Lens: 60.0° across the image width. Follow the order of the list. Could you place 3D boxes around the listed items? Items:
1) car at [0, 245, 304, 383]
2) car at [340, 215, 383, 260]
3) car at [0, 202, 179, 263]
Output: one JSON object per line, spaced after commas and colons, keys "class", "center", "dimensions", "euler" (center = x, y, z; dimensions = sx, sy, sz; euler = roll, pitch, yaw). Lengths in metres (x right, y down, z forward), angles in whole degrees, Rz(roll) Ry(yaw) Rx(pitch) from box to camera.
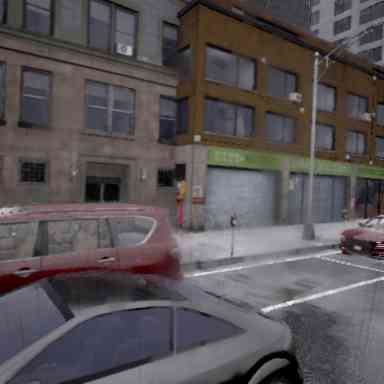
{"class": "car", "center": [-1.020, 1.458, 2.710], "dimensions": [4.181, 1.385, 1.994], "euler": [1, 2, -34]}
{"class": "car", "center": [6.827, 1.448, 11.203], "dimensions": [4.507, 1.381, 1.887], "euler": [1, 2, -34]}
{"class": "car", "center": [-2.463, 1.116, 4.919], "dimensions": [5.009, 1.841, 2.192], "euler": [1, 2, -34]}
